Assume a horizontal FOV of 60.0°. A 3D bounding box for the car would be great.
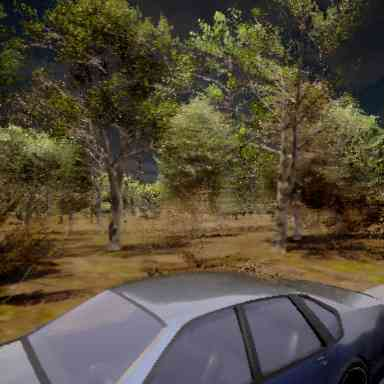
[{"bbox_3d":[-0.088,1.554,3.053,5.357,1.411,2.033,0,0,-36],"label":"car"}]
